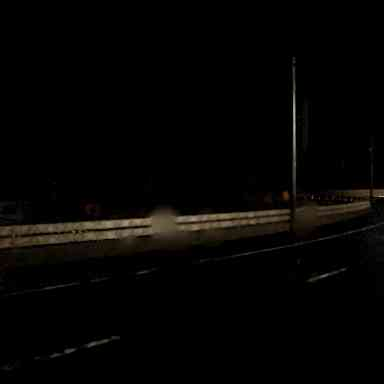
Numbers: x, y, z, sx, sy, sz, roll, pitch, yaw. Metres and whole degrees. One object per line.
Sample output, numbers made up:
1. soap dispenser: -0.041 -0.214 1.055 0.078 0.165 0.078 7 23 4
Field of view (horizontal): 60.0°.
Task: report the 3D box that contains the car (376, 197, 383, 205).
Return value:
1. car: 36.412 1.615 63.149 2.128 1.511 4.902 0 0 15
